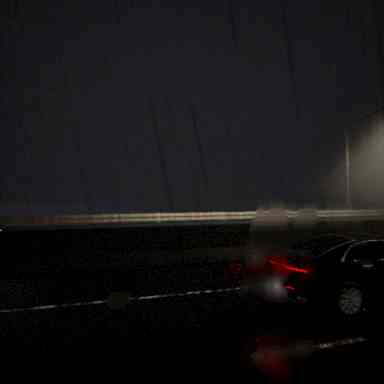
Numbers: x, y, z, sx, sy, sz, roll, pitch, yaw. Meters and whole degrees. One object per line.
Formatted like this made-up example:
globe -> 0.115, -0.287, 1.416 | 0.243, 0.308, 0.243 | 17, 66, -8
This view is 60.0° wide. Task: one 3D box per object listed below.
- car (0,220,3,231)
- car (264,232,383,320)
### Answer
car -> -14.284, 2.176, 20.183 | 4.902, 1.511, 2.128 | 0, -2, -18
car -> 4.041, 1.698, 7.573 | 4.892, 1.490, 1.837 | 0, -2, -18
